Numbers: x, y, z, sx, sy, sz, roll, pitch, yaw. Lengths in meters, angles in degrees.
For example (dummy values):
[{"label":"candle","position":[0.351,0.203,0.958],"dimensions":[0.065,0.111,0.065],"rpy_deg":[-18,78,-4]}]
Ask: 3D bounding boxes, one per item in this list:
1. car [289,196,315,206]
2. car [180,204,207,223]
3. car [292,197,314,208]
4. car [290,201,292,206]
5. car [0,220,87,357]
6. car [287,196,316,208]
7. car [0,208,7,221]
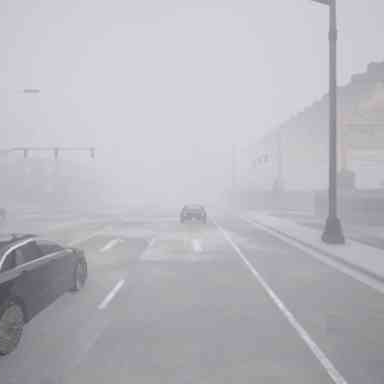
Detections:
[{"label":"car","position":[15.976,1.280,48.310],"dimensions":[1.853,1.218,4.536],"rpy_deg":[0,0,44]},{"label":"car","position":[0.104,1.593,25.097],"dimensions":[1.895,1.301,4.718],"rpy_deg":[0,0,0]},{"label":"car","position":[15.982,1.282,43.622],"dimensions":[1.853,1.218,4.536],"rpy_deg":[0,0,-36]},{"label":"car","position":[15.951,1.439,43.664],"dimensions":[2.038,1.542,4.974],"rpy_deg":[0,0,-36]},{"label":"car","position":[-3.400,1.490,5.990],"dimensions":[2.128,1.511,4.902],"rpy_deg":[0,0,0]},{"label":"car","position":[15.941,1.438,48.272],"dimensions":[2.038,1.542,4.974],"rpy_deg":[0,0,44]},{"label":"car","position":[-13.997,1.471,21.392],"dimensions":[1.882,1.535,5.008],"rpy_deg":[0,0,0]}]
